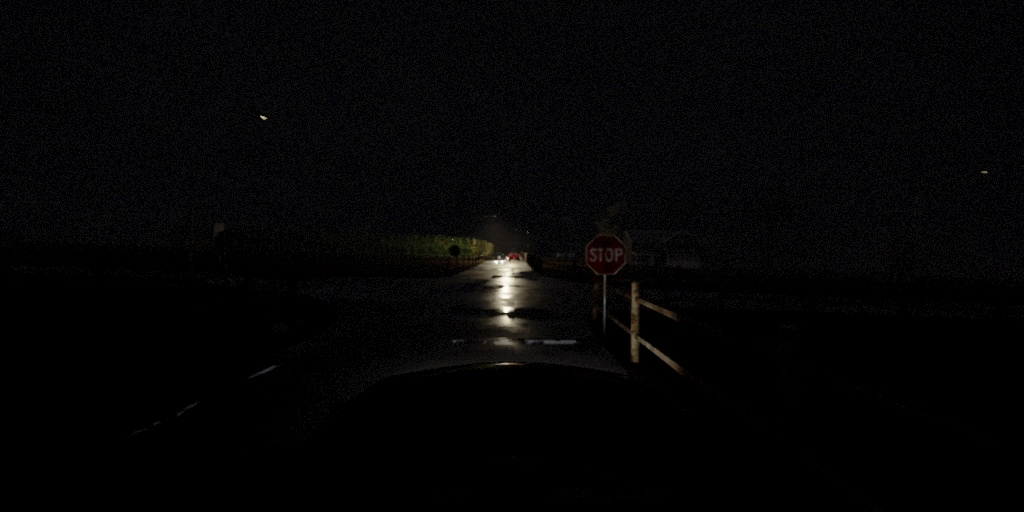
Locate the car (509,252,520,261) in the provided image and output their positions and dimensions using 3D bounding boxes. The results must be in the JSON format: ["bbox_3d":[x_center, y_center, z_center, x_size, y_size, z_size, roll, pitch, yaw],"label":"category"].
[{"bbox_3d":[0.384,0.131,63.735,1.882,1.535,5.008,0,1,0],"label":"car"}]
